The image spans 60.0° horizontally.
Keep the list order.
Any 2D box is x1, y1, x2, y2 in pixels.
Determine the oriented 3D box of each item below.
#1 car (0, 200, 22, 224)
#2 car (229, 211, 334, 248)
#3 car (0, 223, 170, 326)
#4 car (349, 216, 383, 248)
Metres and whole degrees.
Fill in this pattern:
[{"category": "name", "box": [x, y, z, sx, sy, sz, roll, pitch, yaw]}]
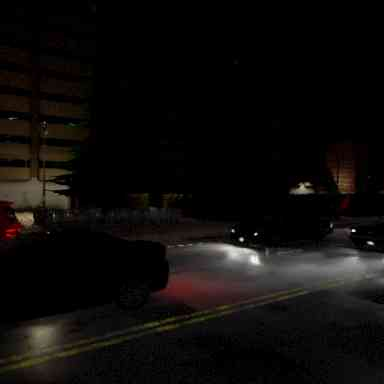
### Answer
[{"category": "car", "box": [-7.034, 1.216, 7.892, 5.566, 2.045, 2.150, 0, 0, -31]}, {"category": "car", "box": [4.255, 1.581, 15.206, 5.357, 1.411, 2.033, 0, 0, -34]}, {"category": "car", "box": [-2.816, 1.480, 6.264, 5.008, 1.535, 1.882, 0, 0, -34]}, {"category": "car", "box": [8.662, 1.644, 13.934, 4.718, 1.301, 1.895, 0, 0, -34]}]
